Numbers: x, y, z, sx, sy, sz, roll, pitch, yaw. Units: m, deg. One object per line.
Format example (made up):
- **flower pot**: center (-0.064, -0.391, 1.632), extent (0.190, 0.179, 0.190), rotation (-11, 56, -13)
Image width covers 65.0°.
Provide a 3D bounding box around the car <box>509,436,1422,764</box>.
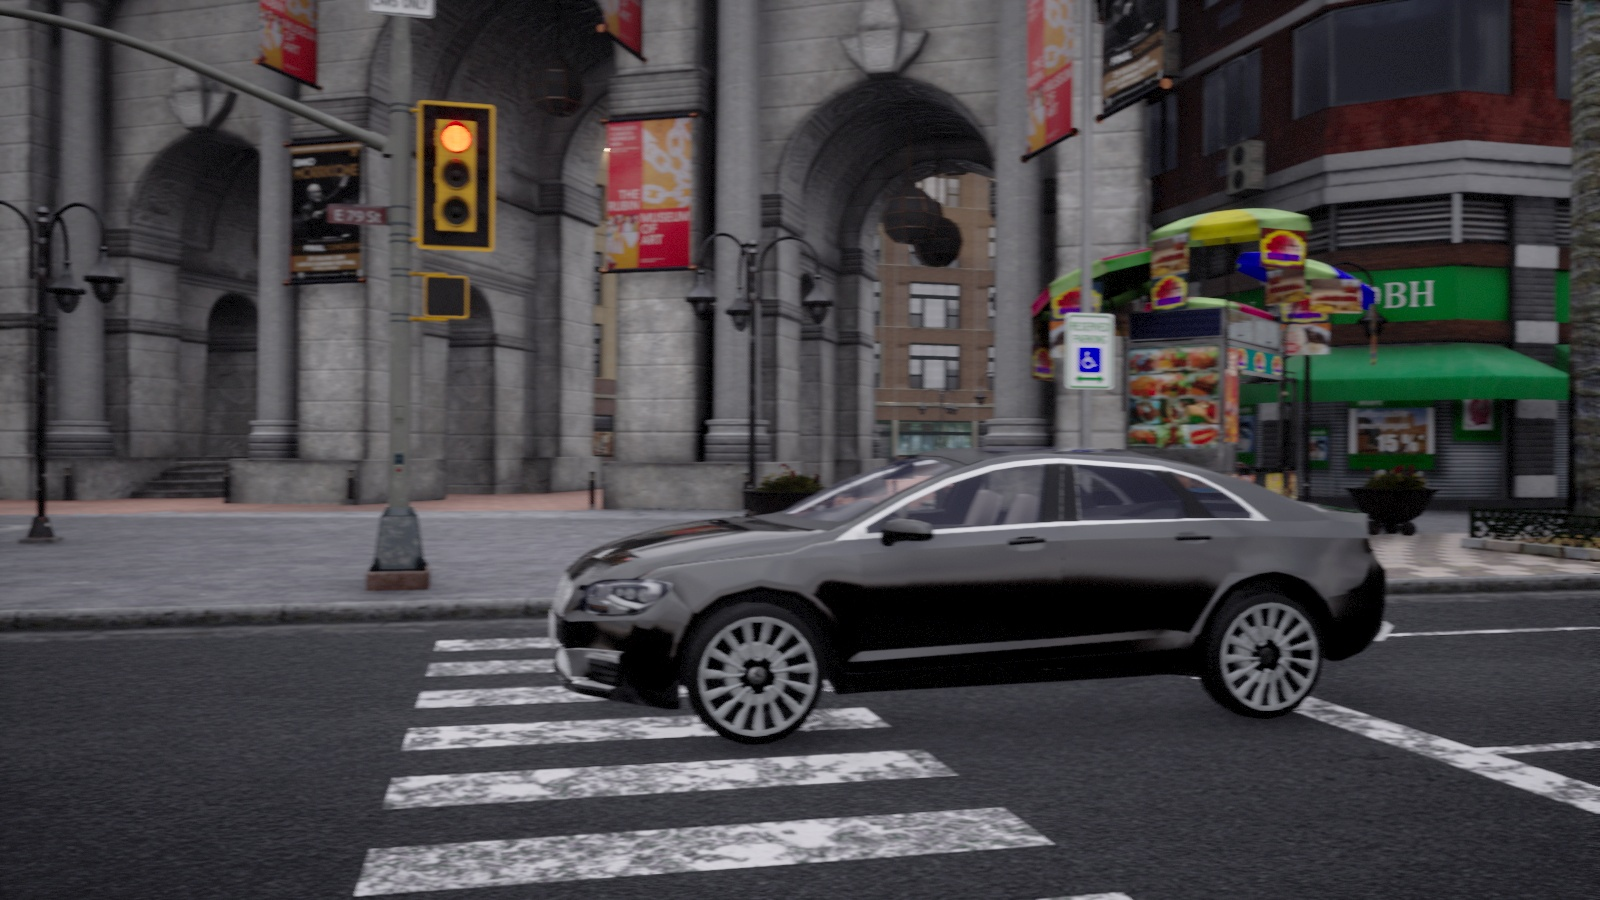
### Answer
- **car**: center (0.815, 0.689, 7.412), extent (4.902, 1.511, 2.128), rotation (0, 0, -14)
